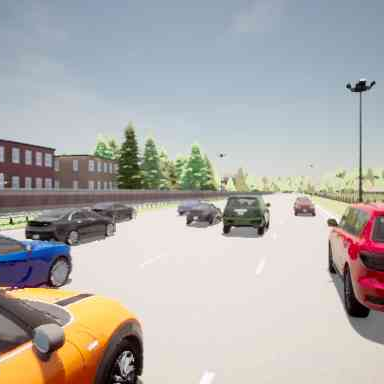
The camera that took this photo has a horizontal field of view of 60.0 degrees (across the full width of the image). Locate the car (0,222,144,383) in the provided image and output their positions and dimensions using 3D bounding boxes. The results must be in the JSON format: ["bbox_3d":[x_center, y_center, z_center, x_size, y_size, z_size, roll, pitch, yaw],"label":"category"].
[{"bbox_3d":[-2.088,1.351,2.268,2.097,1.767,4.553,0,0,17],"label":"car"}]

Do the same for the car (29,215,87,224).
[{"bbox_3d":[-4.435,1.477,6.487,1.882,1.535,5.008,0,0,17],"label":"car"}]

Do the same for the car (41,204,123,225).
[{"bbox_3d":[-5.348,1.503,15.290,1.837,1.490,4.892,0,0,17],"label":"car"}]

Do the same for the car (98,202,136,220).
[{"bbox_3d":[-5.951,1.504,25.084,1.837,1.490,4.892,0,0,17],"label":"car"}]

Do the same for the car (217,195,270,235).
[{"bbox_3d":[3.261,1.217,19.365,2.150,2.045,5.566,0,-1,17],"label":"car"}]

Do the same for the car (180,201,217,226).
[{"bbox_3d":[0.942,1.524,23.676,1.812,1.442,4.674,0,0,17],"label":"car"}]

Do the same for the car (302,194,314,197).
[{"bbox_3d":[13.956,1.350,42.015,2.097,1.767,4.553,0,0,18],"label":"car"}]

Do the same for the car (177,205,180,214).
[{"bbox_3d":[0.126,1.545,32.788,2.033,1.411,5.357,0,0,17],"label":"car"}]

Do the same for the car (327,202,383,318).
[{"bbox_3d":[4.302,1.224,7.202,2.150,2.045,5.566,0,0,17],"label":"car"}]

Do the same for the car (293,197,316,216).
[{"bbox_3d":[10.905,1.524,32.178,1.812,1.442,4.674,0,0,18],"label":"car"}]
